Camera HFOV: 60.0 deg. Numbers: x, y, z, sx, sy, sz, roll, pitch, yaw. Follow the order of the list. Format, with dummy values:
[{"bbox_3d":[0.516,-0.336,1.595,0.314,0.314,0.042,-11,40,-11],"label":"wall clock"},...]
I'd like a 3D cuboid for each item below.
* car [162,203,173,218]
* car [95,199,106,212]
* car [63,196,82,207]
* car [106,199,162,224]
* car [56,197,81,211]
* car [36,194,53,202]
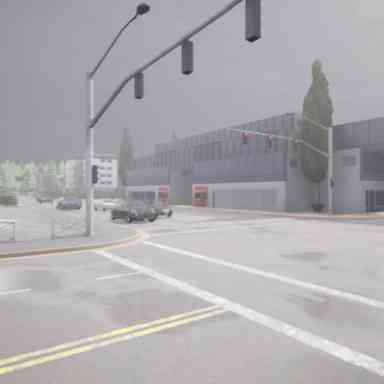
[{"bbox_3d":[-3.536,1.497,29.951,2.128,1.511,4.902,0,0,-34],"label":"car"},{"bbox_3d":[-10.249,1.531,39.918,1.812,1.442,4.674,0,0,-34],"label":"car"},{"bbox_3d":[-19.227,1.483,53.384,1.882,1.535,5.008,0,0,-33],"label":"car"},{"bbox_3d":[-4.480,1.357,25.141,2.097,1.767,4.553,0,0,-35],"label":"car"},{"bbox_3d":[-15.210,1.357,41.021,2.097,1.767,4.553,0,0,-34],"label":"car"},{"bbox_3d":[-24.243,1.078,54.646,2.097,1.767,4.553,0,0,-34],"label":"car"}]
